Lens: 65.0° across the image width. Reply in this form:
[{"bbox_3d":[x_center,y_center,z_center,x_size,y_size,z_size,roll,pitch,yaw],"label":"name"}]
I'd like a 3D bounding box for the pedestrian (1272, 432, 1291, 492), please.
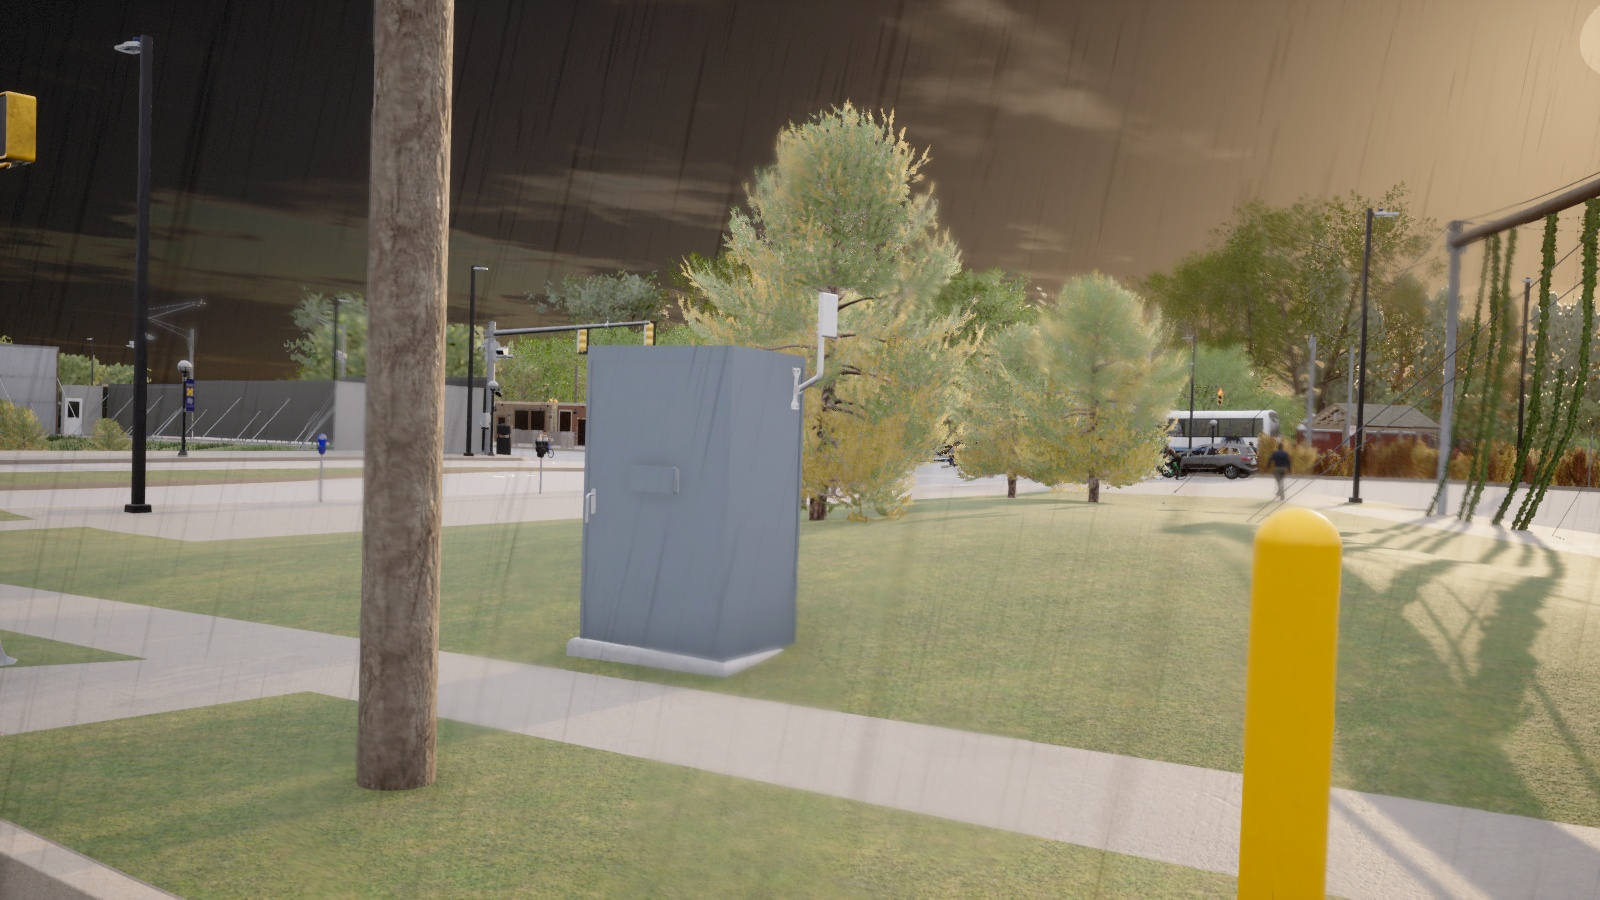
[{"bbox_3d":[14.941,0.360,38.965,0.370,1.835,0.726,1,2,8],"label":"pedestrian"}]

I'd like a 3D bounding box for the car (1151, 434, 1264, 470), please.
[{"bbox_3d":[19.301,0.091,59.530,4.611,1.667,2.242,0,1,34],"label":"car"}]

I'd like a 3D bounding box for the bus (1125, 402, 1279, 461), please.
[{"bbox_3d":[29.915,-1.315,93.706,10.273,4.253,3.944,0,1,35],"label":"bus"}]
